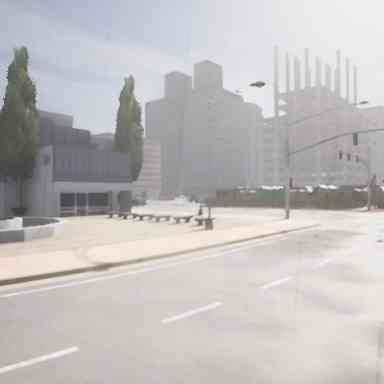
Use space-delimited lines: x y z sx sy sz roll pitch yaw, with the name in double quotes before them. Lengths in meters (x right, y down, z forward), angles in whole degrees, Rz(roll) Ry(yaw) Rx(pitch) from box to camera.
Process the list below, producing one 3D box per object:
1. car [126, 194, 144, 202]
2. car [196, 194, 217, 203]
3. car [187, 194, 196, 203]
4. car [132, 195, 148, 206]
"car" -15.419 1.601 89.524 1.932 1.855 4.605 0 0 42
"car" 3.328 1.698 72.365 1.970 1.475 3.806 0 0 42
"car" 1.196 1.475 74.327 1.905 1.878 3.866 0 0 42
"car" -10.259 1.792 59.971 4.902 1.511 2.128 0 0 44
